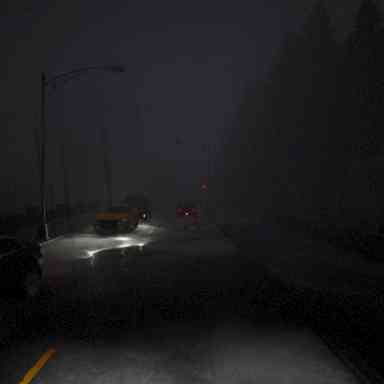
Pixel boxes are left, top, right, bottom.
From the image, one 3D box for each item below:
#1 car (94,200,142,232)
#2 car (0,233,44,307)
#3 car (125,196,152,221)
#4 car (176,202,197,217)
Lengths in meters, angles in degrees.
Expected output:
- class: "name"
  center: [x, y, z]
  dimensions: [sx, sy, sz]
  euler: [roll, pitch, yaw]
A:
- class: "car"
  center: [-4.474, 1.478, 20.128]
  dimensions: [1.882, 1.535, 5.008]
  euler: [0, 0, -1]
- class: "car"
  center: [-4.195, 1.492, 5.520]
  dimensions: [2.128, 1.511, 4.902]
  euler: [0, 0, -1]
- class: "car"
  center: [-4.527, 1.327, 27.348]
  dimensions: [2.150, 2.045, 5.566]
  euler: [0, 0, -1]
- class: "car"
  center: [-0.500, 1.601, 30.971]
  dimensions: [1.895, 1.301, 4.718]
  euler: [0, 0, -1]
